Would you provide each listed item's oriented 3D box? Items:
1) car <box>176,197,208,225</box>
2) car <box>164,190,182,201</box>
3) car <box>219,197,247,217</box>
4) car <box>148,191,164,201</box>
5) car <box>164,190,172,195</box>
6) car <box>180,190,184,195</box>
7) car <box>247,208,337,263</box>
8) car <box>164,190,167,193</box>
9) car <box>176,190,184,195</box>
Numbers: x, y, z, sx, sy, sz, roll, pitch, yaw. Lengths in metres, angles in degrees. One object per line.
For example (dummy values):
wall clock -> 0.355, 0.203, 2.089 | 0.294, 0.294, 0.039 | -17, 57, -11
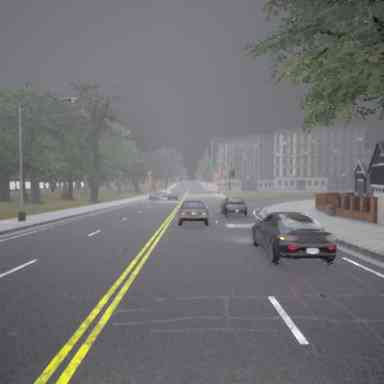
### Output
car -> 0.098, 1.283, 21.715 | 2.033, 1.411, 5.357 | 0, 1, 0
car -> -3.322, 0.857, 58.770 | 1.895, 1.301, 4.718 | 0, 1, 0
car -> 3.348, 1.164, 27.150 | 2.128, 1.511, 4.902 | 0, 1, 0
car -> -6.571, 0.762, 58.709 | 1.837, 1.490, 4.892 | 0, 1, 0
car -> -6.507, 0.139, 90.300 | 1.812, 1.442, 4.674 | 0, 1, 0
car -> -3.256, 0.470, 74.595 | 1.837, 1.490, 4.892 | 0, 1, 0
car -> 3.247, 1.390, 11.231 | 1.812, 1.442, 4.674 | 0, 1, 0
car -> -6.506, 0.498, 74.495 | 2.128, 1.511, 4.902 | 0, 1, 0
car -> -3.257, 0.113, 90.377 | 1.837, 1.490, 4.892 | 0, 1, 0
